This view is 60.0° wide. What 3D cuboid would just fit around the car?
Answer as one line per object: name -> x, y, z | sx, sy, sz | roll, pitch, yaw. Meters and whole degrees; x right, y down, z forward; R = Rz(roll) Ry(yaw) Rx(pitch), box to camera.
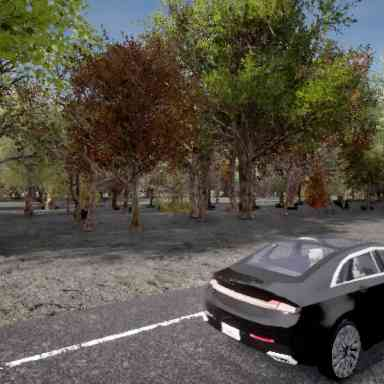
car -> 2.445, 1.492, 5.476 | 4.902, 1.511, 2.128 | 0, 0, -35
